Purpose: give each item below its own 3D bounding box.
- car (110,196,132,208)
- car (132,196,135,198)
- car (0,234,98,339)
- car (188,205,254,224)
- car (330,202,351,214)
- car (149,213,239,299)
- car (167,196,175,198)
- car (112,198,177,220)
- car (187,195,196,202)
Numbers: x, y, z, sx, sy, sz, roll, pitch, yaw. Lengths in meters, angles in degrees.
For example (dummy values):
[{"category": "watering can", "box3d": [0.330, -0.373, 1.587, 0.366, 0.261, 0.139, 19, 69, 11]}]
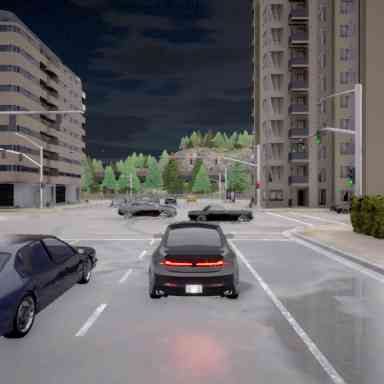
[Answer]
[{"category": "car", "box3d": [-10.681, 1.491, 49.016, 2.128, 1.511, 4.902, 0, 0, 0]}, {"category": "car", "box3d": [-10.675, 1.505, 58.290, 1.837, 1.490, 4.892, 0, 0, 0]}, {"category": "car", "box3d": [-3.461, 1.547, 6.516, 2.033, 1.411, 5.357, 0, 0, 0]}, {"category": "car", "box3d": [2.040, 1.601, 24.007, 4.718, 1.301, 1.895, 0, 0, 0]}, {"category": "car", "box3d": [17.285, 1.547, 34.580, 5.357, 1.411, 2.033, 0, 0, 0]}, {"category": "car", "box3d": [0.049, 1.505, 8.445, 1.837, 1.490, 4.892, 0, 0, 0]}, {"category": "car", "box3d": [-3.539, 1.504, 55.919, 1.837, 1.490, 4.892, 0, 0, 0]}, {"category": "car", "box3d": [-3.701, 1.491, 27.555, 4.902, 1.511, 2.128, 0, 0, 0]}, {"category": "car", "box3d": [-0.125, 1.478, 73.854, 1.882, 1.535, 5.008, 0, 0, 0]}]
